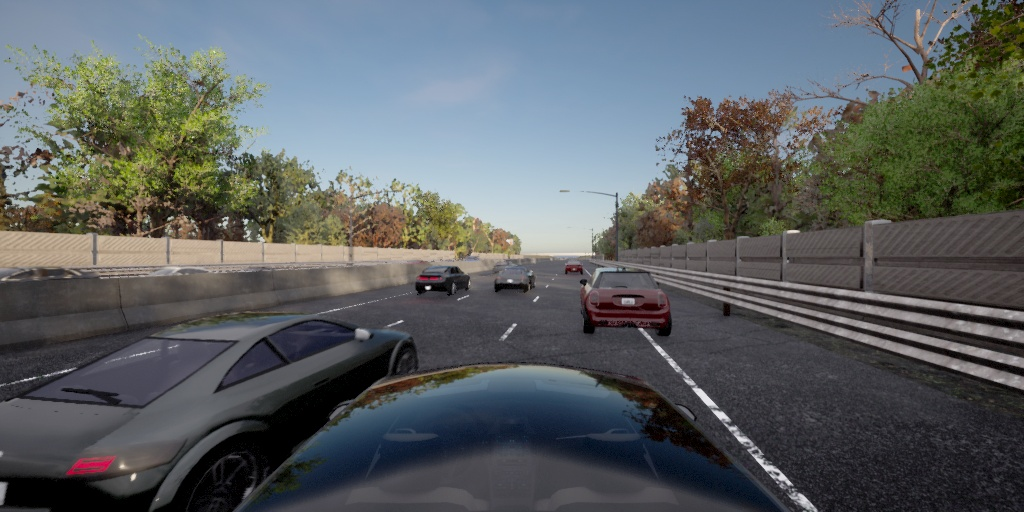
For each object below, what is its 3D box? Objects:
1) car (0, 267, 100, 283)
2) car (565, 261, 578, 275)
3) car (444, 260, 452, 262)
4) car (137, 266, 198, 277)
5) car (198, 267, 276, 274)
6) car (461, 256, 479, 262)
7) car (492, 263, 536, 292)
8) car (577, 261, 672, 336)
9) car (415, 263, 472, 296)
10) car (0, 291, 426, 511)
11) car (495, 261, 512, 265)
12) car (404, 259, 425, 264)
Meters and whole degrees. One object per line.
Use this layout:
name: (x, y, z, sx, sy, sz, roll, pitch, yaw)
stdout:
car: (-22.112, 1.259, 16.264, 1.837, 1.490, 4.892, 0, 0, 10)
car: (6.963, 1.254, 40.202, 1.882, 1.535, 5.008, 0, 0, 10)
car: (-10.975, 1.365, 60.991, 1.994, 1.385, 4.181, 0, 0, 10)
car: (-18.081, 1.283, 19.213, 1.812, 1.442, 4.674, 0, 0, 10)
car: (-14.389, 1.322, 19.981, 1.994, 1.385, 4.181, 0, 0, 10)
car: (-7.187, 1.028, 62.357, 2.150, 2.045, 5.566, 0, 0, 10)
car: (0.253, 1.325, 21.381, 1.994, 1.385, 4.181, 0, 0, 10)
car: (3.129, 1.106, 10.661, 2.097, 1.767, 4.553, 0, 0, 10)
car: (-3.604, 1.264, 19.559, 1.837, 1.490, 4.892, 0, 0, 10)
car: (-2.681, 1.313, 4.027, 1.994, 1.385, 4.181, 0, 0, 10)
car: (-0.722, 1.263, 36.609, 2.128, 1.511, 4.902, 0, 0, 10)
car: (-15.310, 1.268, 56.435, 1.882, 1.535, 5.008, 0, 0, 10)
